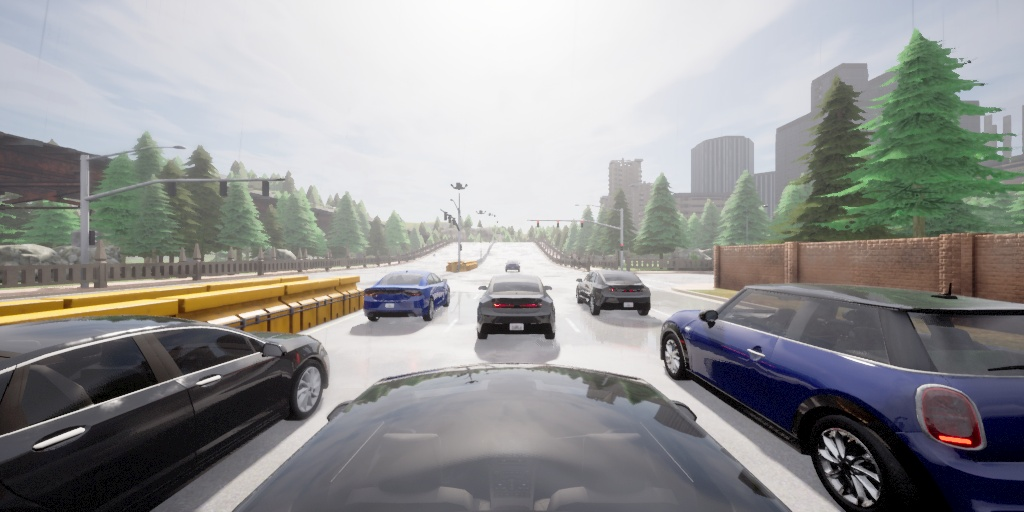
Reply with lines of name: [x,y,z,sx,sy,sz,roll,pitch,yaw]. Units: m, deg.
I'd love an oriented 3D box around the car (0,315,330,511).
car: [-3.400,1.255,2.951,1.837,1.490,4.892,0,0,0]

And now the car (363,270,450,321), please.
car: [-3.401,1.228,12.444,1.882,1.535,5.008,0,0,0]

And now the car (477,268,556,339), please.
car: [0.098,1.255,10.021,1.837,1.490,4.892,0,0,0]

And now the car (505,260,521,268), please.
car: [0.080,1.276,46.247,1.812,1.442,4.674,0,0,0]

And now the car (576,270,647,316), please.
car: [3.617,1.255,13.454,1.837,1.490,4.892,0,0,1]

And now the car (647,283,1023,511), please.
car: [3.601,1.102,4.370,2.097,1.767,4.553,0,0,0]
